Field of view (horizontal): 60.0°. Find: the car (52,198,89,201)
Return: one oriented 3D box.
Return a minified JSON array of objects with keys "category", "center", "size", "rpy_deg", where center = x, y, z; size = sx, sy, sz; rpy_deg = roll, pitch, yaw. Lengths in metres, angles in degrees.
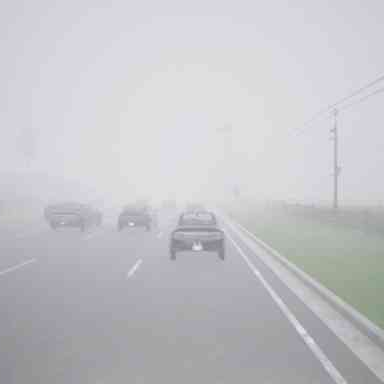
[{"category":"car","center":[-10.193,1.434,26.792],"size":[1.837,1.490,4.892],"rpy_deg":[0,0,0]}]

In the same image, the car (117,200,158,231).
[{"category":"car","center":[-3.247,1.474,20.334],"size":[1.837,1.490,4.892],"rpy_deg":[0,0,0]}]

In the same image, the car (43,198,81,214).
[{"category":"car","center":[-13.626,1.398,35.214],"size":[2.128,1.511,4.902],"rpy_deg":[0,0,0]}]

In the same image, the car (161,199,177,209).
[{"category":"car","center":[-3.049,1.553,44.480],"size":[1.895,1.301,4.718],"rpy_deg":[0,0,0]}]

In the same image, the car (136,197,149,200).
[{"category":"car","center":[-6.551,1.426,44.421],"size":[2.128,1.511,4.902],"rpy_deg":[0,0,0]}]

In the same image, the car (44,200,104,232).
[{"category":"car","center":[-6.752,1.443,19.840],"size":[2.128,1.511,4.902],"rpy_deg":[0,0,0]}]

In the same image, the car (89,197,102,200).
[{"category":"car","center":[-13.628,1.424,46.235],"size":[1.812,1.442,4.674],"rpy_deg":[0,0,1]}]

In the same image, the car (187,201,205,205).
[{"category":"car","center":[0.366,1.578,34.052],"size":[1.895,1.301,4.718],"rpy_deg":[0,0,0]}]

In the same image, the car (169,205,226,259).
[{"category":"car","center":[0.190,1.483,12.556],"size":[2.128,1.511,4.902],"rpy_deg":[0,0,0]}]
